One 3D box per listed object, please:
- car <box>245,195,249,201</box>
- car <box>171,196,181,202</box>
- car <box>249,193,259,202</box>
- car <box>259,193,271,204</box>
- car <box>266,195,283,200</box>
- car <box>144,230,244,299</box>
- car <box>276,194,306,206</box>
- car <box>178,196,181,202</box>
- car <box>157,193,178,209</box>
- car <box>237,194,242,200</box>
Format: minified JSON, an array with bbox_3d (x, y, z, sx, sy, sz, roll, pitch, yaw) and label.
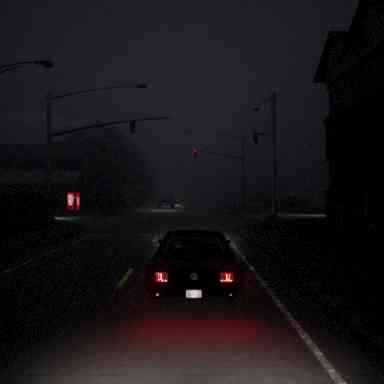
[{"bbox_3d":[13.758,1.113,70.478,4.605,1.855,1.932,0,0,0],"label":"car"},{"bbox_3d":[-3.493,1.529,75.378,2.033,1.411,5.357,0,0,0],"label":"car"},{"bbox_3d":[14.170,1.092,67.572,3.866,1.878,1.905,0,0,0],"label":"car"},{"bbox_3d":[14.170,1.169,54.778,5.027,1.636,2.152,0,0,0],"label":"car"},{"bbox_3d":[21.315,1.399,86.081,3.806,1.475,1.970,0,0,0],"label":"car"},{"bbox_3d":[0.059,1.601,8.388,1.895,1.301,4.718,0,0,1],"label":"car"},{"bbox_3d":[14.494,1.248,48.360,3.806,1.475,1.970,0,0,0],"label":"car"},{"bbox_3d":[-3.560,1.600,61.180,1.895,1.301,4.718,0,0,0],"label":"car"},{"bbox_3d":[-3.590,1.221,46.747,2.150,2.045,5.566,0,0,0],"label":"car"},{"bbox_3d":[13.894,1.389,89.062,3.633,1.501,1.845,0,0,0],"label":"car"}]
